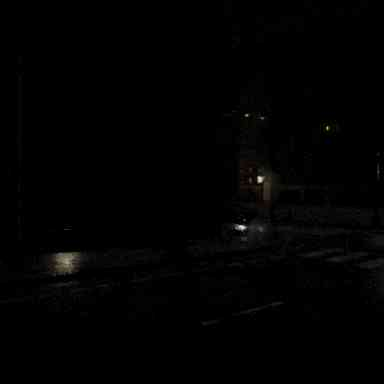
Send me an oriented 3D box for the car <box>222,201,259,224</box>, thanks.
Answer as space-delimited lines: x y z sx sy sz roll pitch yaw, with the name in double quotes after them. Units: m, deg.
2.707 1.438 24.210 1.882 1.535 5.008 1 0 -34 "car"
